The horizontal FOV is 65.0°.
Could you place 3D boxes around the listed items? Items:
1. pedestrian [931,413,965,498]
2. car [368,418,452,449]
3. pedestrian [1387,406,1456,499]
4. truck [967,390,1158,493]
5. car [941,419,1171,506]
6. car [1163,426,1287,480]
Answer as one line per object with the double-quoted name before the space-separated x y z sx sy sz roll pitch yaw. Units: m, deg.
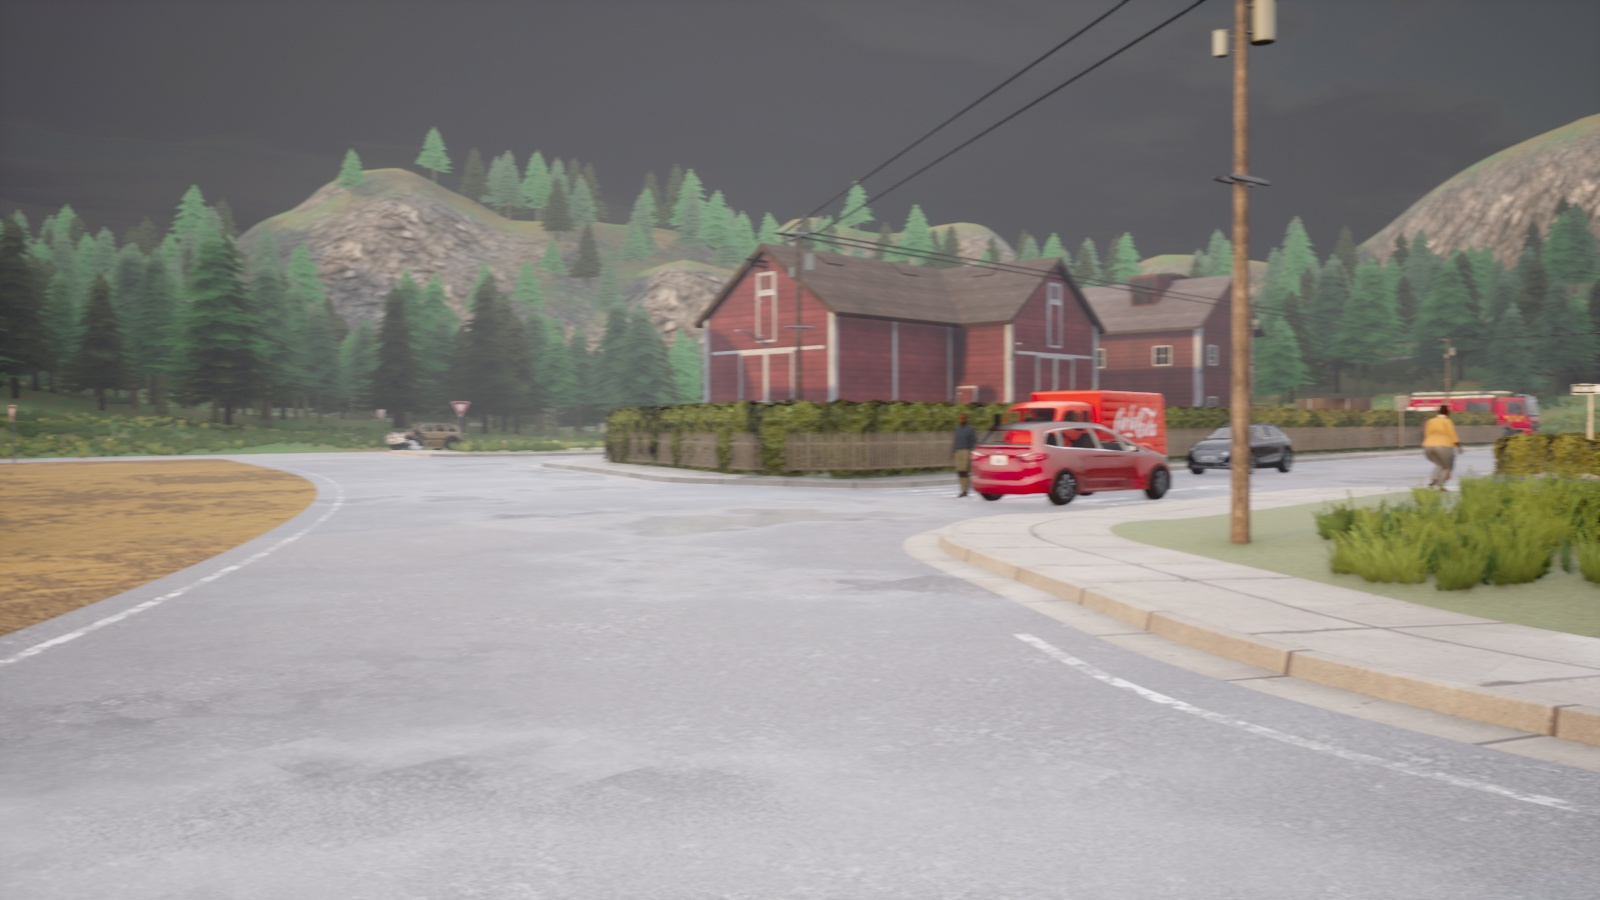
"pedestrian" 3.250 0.109 27.497 0.370 1.835 0.726 1 1 43
"car" -23.961 -0.993 77.301 1.932 1.855 4.605 1 1 43
"pedestrian" 12.618 0.043 25.505 0.900 1.855 0.874 0 1 -26
"truck" 6.989 -0.254 33.071 2.627 2.467 5.204 1 1 42
"car" 5.438 0.196 26.453 4.611 1.667 2.242 -1 1 -37
"car" 13.801 0.041 40.597 2.033 1.649 4.856 1 1 42
